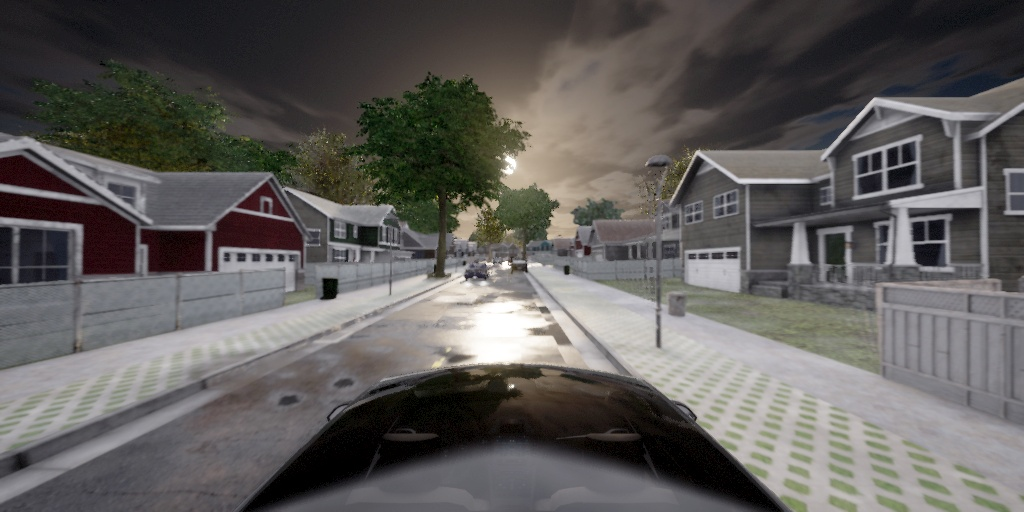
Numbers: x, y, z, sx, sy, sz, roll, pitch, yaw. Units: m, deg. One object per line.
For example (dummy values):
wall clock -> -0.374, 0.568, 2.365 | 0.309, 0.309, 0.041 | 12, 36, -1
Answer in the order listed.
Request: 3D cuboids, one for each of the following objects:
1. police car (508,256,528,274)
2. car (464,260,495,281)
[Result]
police car -> 0.830, 1.096, 40.700 | 1.930, 1.638, 5.238 | 0, 0, 0
car -> -2.841, 1.247, 30.079 | 2.033, 1.411, 5.357 | 0, 0, 0
